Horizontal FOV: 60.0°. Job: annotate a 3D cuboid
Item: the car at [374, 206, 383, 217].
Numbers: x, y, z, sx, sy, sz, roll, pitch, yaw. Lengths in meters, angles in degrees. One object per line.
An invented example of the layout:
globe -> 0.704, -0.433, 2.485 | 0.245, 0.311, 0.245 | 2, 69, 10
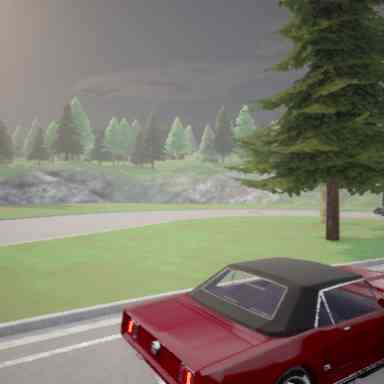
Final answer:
car -> 19.118, 1.620, 30.572 | 1.994, 1.385, 4.181 | 0, 0, -32

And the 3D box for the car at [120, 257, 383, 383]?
car -> 1.584, 1.605, 4.512 | 4.718, 1.301, 1.895 | 0, 0, -32
